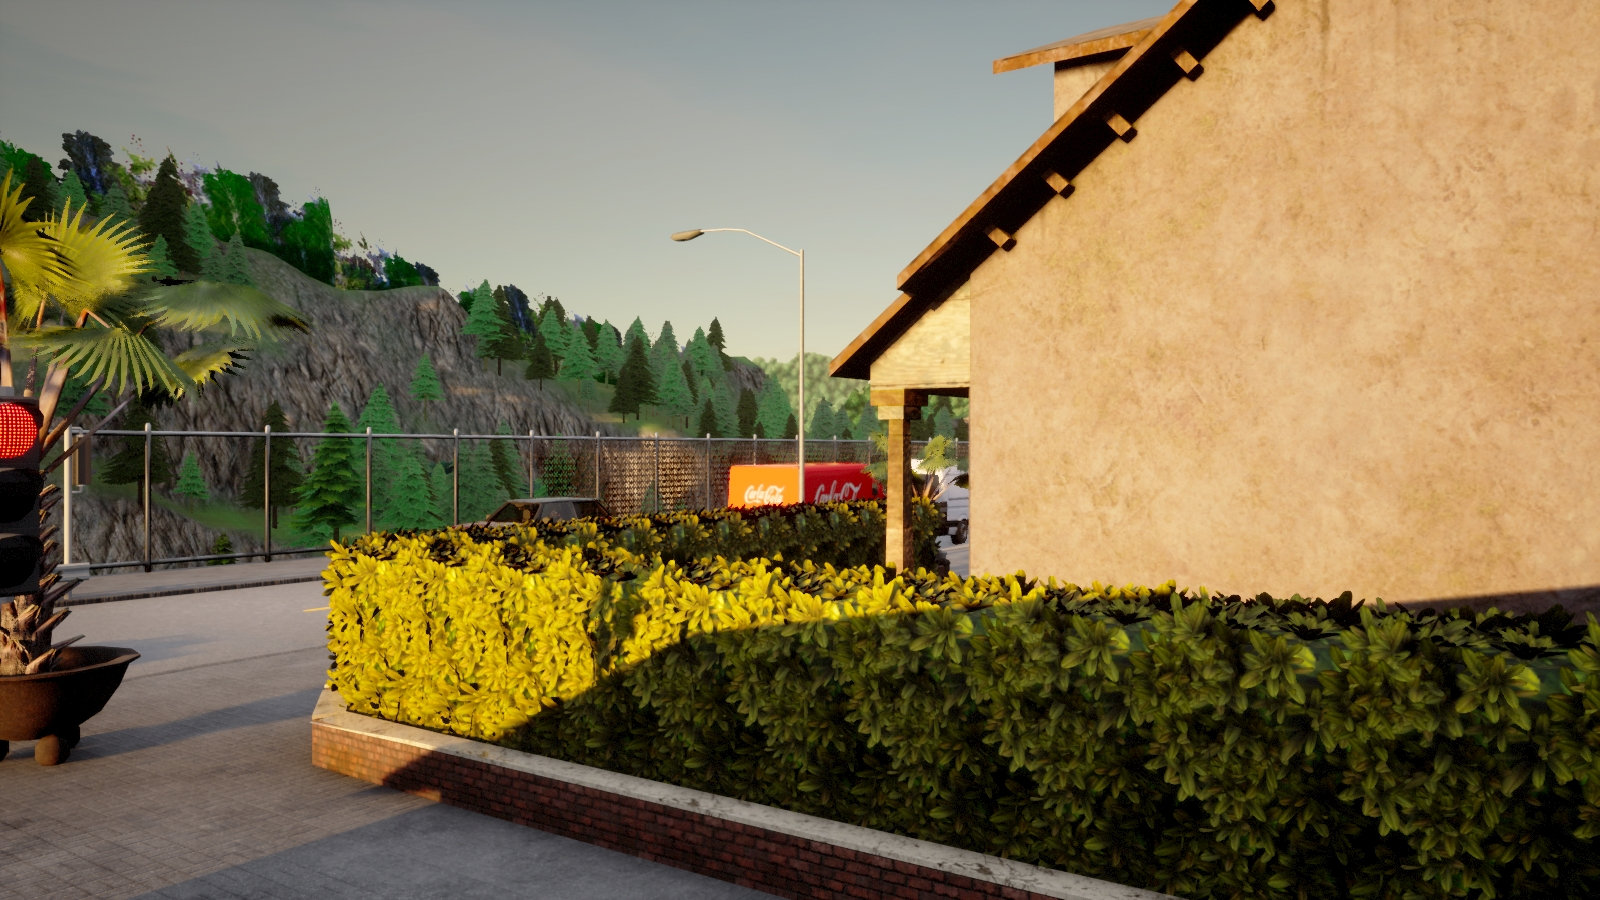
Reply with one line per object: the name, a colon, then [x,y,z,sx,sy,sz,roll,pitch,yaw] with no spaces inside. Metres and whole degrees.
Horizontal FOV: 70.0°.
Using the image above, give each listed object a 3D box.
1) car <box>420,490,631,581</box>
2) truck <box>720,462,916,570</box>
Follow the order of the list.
car: [-6.312,1.906,26.765,2.097,1.767,4.553,0,0,35]
truck: [0.584,1.568,29.600,2.627,2.467,5.204,0,0,35]
